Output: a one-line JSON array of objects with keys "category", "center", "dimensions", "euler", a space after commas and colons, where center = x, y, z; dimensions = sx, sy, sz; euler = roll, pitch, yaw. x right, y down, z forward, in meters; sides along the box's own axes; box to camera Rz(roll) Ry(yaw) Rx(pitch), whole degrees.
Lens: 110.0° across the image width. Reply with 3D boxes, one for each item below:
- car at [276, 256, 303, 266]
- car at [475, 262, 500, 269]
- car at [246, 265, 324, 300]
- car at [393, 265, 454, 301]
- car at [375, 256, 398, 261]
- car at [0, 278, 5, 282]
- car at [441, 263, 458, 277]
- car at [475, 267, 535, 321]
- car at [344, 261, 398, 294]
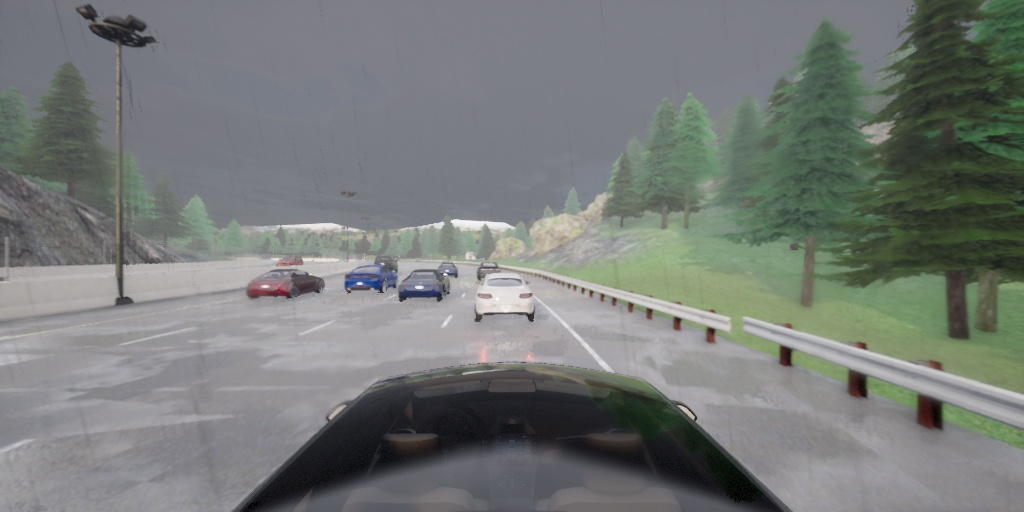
[{"category": "car", "center": [-31.146, 1.018, 50.596], "dimensions": [2.150, 2.045, 5.566], "euler": [0, 0, -15]}, {"category": "car", "center": [-1.979, 1.245, 29.930], "dimensions": [2.128, 1.511, 4.902], "euler": [0, 0, -8]}, {"category": "car", "center": [-11.216, 1.335, 18.068], "dimensions": [1.994, 1.385, 4.181], "euler": [0, 0, -5]}, {"category": "car", "center": [-4.152, 1.322, 17.455], "dimensions": [1.994, 1.385, 4.181], "euler": [0, 0, -5]}, {"category": "car", "center": [-14.553, 0.999, 41.448], "dimensions": [2.150, 2.045, 5.566], "euler": [0, 0, -11]}, {"category": "car", "center": [-21.531, 1.282, 12.640], "dimensions": [2.128, 1.511, 4.902], "euler": [0, 0, -4]}, {"category": "car", "center": [-6.241, 1.326, 34.748], "dimensions": [1.994, 1.385, 4.181], "euler": [0, 0, -9]}, {"category": "car", "center": [-0.294, 1.276, 12.342], "dimensions": [1.812, 1.442, 4.674], "euler": [0, 0, -3]}, {"category": "car", "center": [-7.921, 1.243, 20.584], "dimensions": [1.882, 1.535, 5.008], "euler": [0, 0, -5]}]
